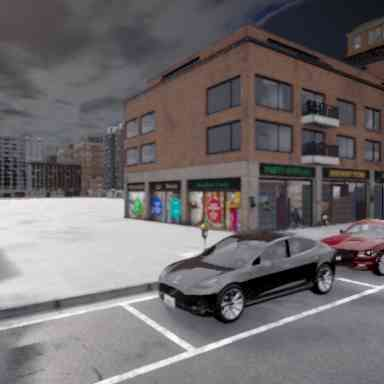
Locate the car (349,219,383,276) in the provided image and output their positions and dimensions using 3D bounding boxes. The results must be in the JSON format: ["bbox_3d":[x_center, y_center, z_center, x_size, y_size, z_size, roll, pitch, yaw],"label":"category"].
[{"bbox_3d":[5.780,1.544,10.325,4.507,1.381,1.887,0,0,-35],"label":"car"}]

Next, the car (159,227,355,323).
[{"bbox_3d":[1.376,1.566,7.188,4.313,1.339,1.947,0,0,-35],"label":"car"}]
